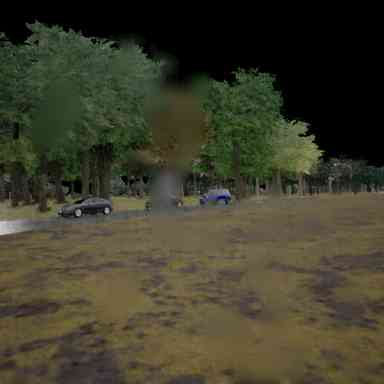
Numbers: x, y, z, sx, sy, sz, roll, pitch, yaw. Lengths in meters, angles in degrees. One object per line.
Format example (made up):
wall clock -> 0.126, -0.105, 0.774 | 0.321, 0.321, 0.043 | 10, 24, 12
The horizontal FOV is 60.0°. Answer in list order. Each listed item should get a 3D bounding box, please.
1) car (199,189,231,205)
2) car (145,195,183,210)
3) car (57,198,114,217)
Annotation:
car -> 3.168, 0.649, 44.672 | 2.150, 2.045, 5.566 | -3, -1, 35
car -> -2.953, 1.065, 36.017 | 1.882, 1.535, 5.008 | -3, -1, 35
car -> -8.795, 1.252, 27.755 | 1.837, 1.490, 4.892 | -3, -1, 35
